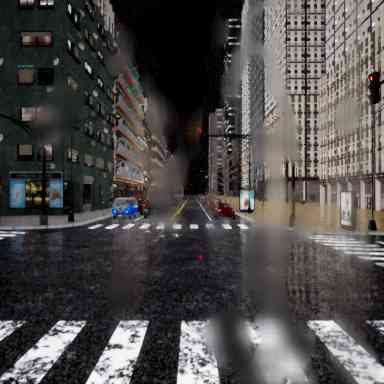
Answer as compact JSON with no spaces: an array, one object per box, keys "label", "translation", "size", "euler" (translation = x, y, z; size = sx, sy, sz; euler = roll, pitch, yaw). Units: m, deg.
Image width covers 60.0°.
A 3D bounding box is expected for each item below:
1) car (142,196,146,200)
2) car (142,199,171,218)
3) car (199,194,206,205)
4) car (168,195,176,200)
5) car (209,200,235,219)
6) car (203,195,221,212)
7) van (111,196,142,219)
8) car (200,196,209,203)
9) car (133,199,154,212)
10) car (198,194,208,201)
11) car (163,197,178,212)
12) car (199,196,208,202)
[{"label":"car","translation":[-5.676,1.327,33.932],"size":[2.192,1.841,5.009],"euler":[0,0,0]},{"label":"car","translation":[-3.115,1.574,29.591],"size":[1.994,1.385,4.181],"euler":[0,0,-2]},{"label":"car","translation":[2.706,1.467,56.040],"size":[1.967,1.590,4.097],"euler":[0,0,0]},{"label":"car","translation":[-5.670,1.639,94.736],"size":[1.947,1.339,4.313],"euler":[0,0,0]},{"label":"car","translation":[2.702,1.591,28.402],"size":[1.802,1.307,4.206],"euler":[0,0,0]},{"label":"car","translation":[2.704,1.455,39.458],"size":[1.967,1.590,4.097],"euler":[0,0,0]},{"label":"van","translation":[-5.677,1.351,28.404],"size":[1.690,1.788,3.998],"euler":[0,0,0]},{"label":"car","translation":[2.708,1.590,72.623],"size":[1.887,1.381,4.507],"euler":[0,0,0]},{"label":"car","translation":[-5.677,1.560,39.460],"size":[1.887,1.381,4.507],"euler":[0,0,0]},{"label":"car","translation":[2.711,1.373,83.679],"size":[2.192,1.841,5.009],"euler":[0,0,0]},{"label":"car","translation":[-3.094,1.616,39.707],"size":[1.895,1.301,4.718],"euler":[0,0,0]},{"label":"car","translation":[2.708,1.633,78.151],"size":[1.802,1.307,4.206],"euler":[0,0,0]}]
